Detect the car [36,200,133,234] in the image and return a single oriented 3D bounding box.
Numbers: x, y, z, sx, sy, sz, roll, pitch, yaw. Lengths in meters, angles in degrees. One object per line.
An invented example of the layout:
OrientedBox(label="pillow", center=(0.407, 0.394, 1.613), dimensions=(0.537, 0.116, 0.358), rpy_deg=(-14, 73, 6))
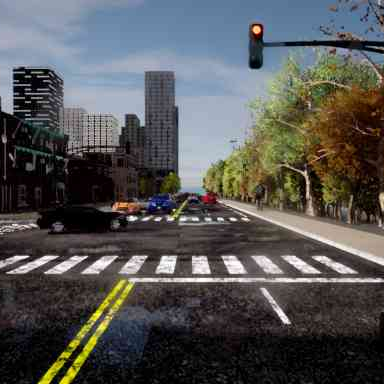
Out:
OrientedBox(label="car", center=(-6.288, 1.469, 19.330), dimensions=(5.008, 1.535, 1.882), rpy_deg=(0, 1, -23))

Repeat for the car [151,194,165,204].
OrientedBox(label="car", center=(-6.419, 1.329, 62.782), dimensions=(2.097, 1.767, 4.553), rpy_deg=(0, 0, 1))

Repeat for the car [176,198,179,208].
OrientedBox(label="car", center=(-3.232, 1.337, 45.576), dimensions=(2.097, 1.767, 4.553), rpy_deg=(0, 0, 0))

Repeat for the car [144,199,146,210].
OrientedBox(label="car", center=(-6.492, 1.587, 42.722), dimensions=(1.895, 1.301, 4.718), rpy_deg=(0, 0, 0))

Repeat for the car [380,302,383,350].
OrientedBox(label="car", center=(3.357, 1.491, 2.396), dimensions=(2.128, 1.511, 4.902), rpy_deg=(0, 0, 0))

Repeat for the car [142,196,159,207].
OrientedBox(label="car", center=(-6.472, 1.473, 52.726), dimensions=(2.128, 1.511, 4.902), rpy_deg=(0, 0, 0))

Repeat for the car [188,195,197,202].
OrientedBox(label="car", center=(0.162, 1.510, 75.670), dimensions=(2.033, 1.411, 5.357), rpy_deg=(0, 0, 0))

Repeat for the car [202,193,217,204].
OrientedBox(label="car", center=(3.487, 1.196, 63.483), dimensions=(2.150, 2.045, 5.566), rpy_deg=(0, 0, 0))

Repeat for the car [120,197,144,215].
OrientedBox(label="car", center=(-6.550, 1.342, 33.736), dimensions=(2.097, 1.767, 4.553), rpy_deg=(0, 0, 1))

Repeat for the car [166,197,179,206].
OrientedBox(label="car", center=(-3.216, 1.581, 54.917), dimensions=(1.895, 1.301, 4.718), rpy_deg=(0, 0, 0))

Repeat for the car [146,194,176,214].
OrientedBox(label="car", center=(-3.261, 1.210, 35.885), dimensions=(2.150, 2.045, 5.566), rpy_deg=(0, 0, 0))

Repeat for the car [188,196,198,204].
OrientedBox(label="car", center=(0.237, 1.578, 63.325), dimensions=(1.895, 1.301, 4.718), rpy_deg=(0, 0, 0))

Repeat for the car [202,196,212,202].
OrientedBox(label="car", center=(3.416, 1.523, 75.928), dimensions=(1.994, 1.385, 4.181), rpy_deg=(0, 0, 0))
